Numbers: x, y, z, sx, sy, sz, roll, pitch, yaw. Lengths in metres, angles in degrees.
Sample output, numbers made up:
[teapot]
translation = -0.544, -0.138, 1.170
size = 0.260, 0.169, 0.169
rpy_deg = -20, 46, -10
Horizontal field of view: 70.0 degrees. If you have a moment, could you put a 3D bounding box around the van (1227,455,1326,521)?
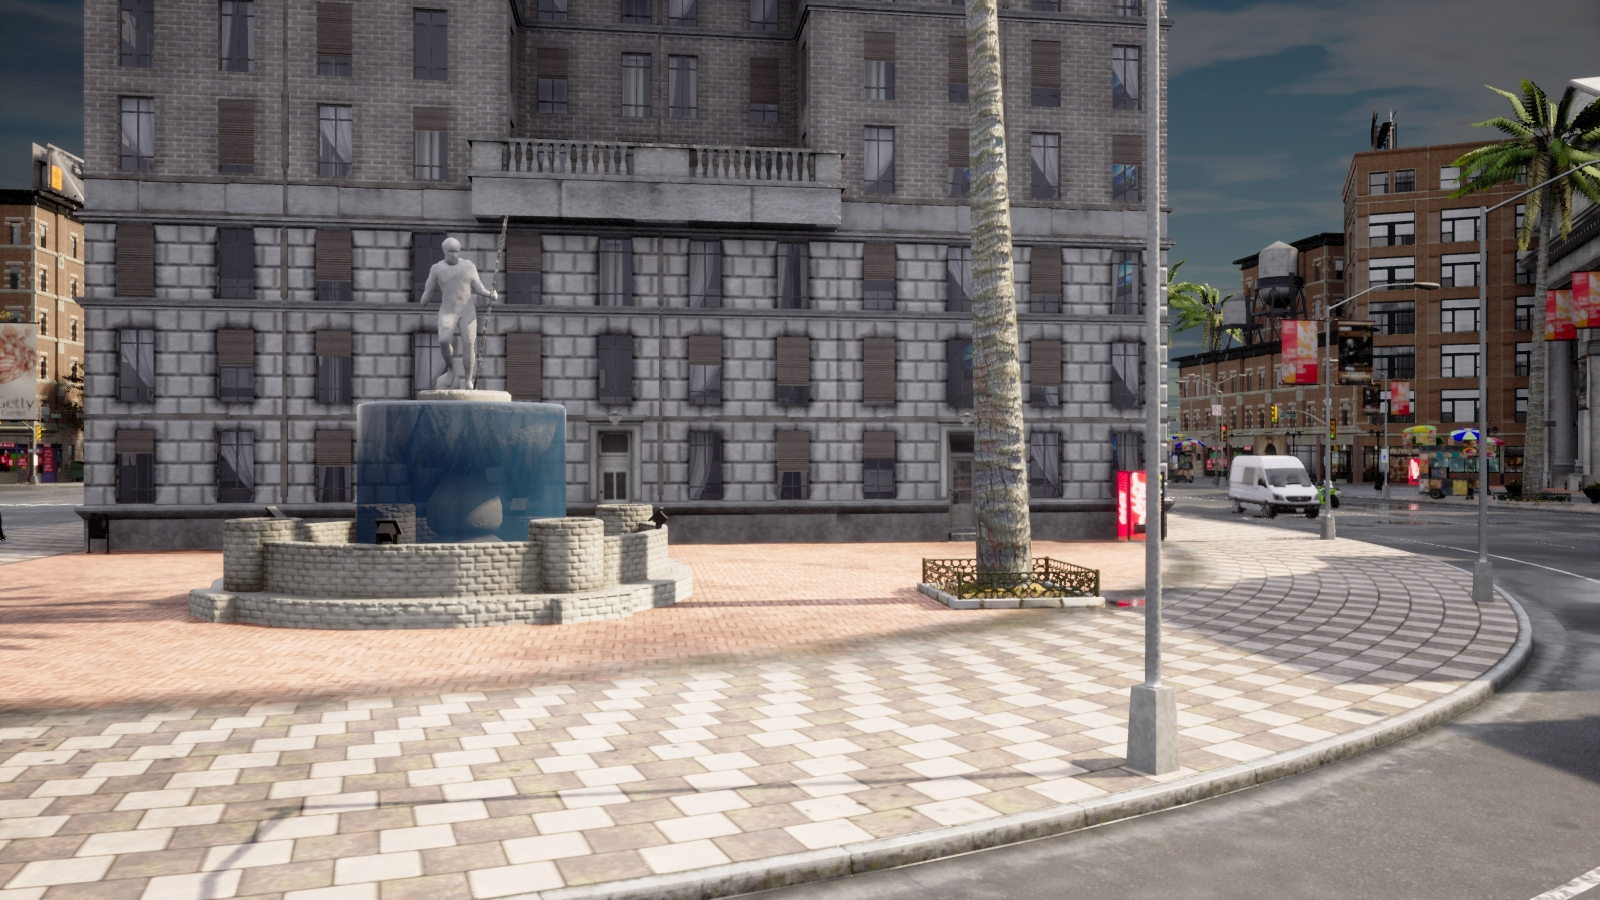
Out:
[van]
translation = 20.154, 1.534, 48.615
size = 1.988, 2.561, 5.915
rpy_deg = -1, 0, 3

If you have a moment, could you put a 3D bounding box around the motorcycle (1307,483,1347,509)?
[motorcycle]
translation = 25.547, 2.213, 55.422
size = 0.803, 1.145, 2.033
rpy_deg = 0, 0, -7

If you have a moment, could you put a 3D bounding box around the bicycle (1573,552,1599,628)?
[bicycle]
translation = 13.149, 2.256, 18.448
size = 0.859, 1.080, 1.487
rpy_deg = -2, -2, 43

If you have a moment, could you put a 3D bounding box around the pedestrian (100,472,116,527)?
[pedestrian]
translation = -23.701, 1.696, 39.137
size = 0.375, 1.860, 0.375
rpy_deg = 0, 0, -16
